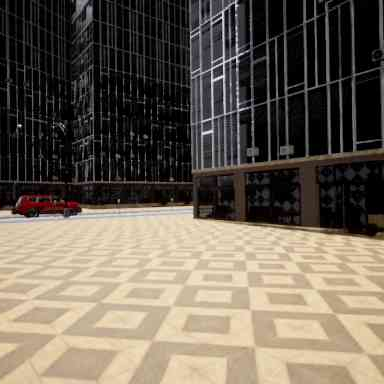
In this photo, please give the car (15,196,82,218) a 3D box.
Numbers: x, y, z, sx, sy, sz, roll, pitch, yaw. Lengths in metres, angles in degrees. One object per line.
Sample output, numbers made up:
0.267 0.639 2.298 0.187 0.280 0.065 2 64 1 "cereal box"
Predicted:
-11.725 1.209 27.319 5.009 1.841 2.192 0 -1 -36 "car"
